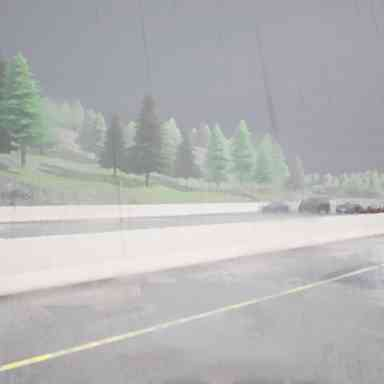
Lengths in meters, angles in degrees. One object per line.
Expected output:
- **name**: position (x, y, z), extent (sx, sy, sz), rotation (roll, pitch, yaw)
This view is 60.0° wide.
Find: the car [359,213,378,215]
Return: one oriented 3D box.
- **car**: position (18.798, 2.029, 34.422), extent (1.895, 1.301, 4.718), rotation (0, -1, 44)
